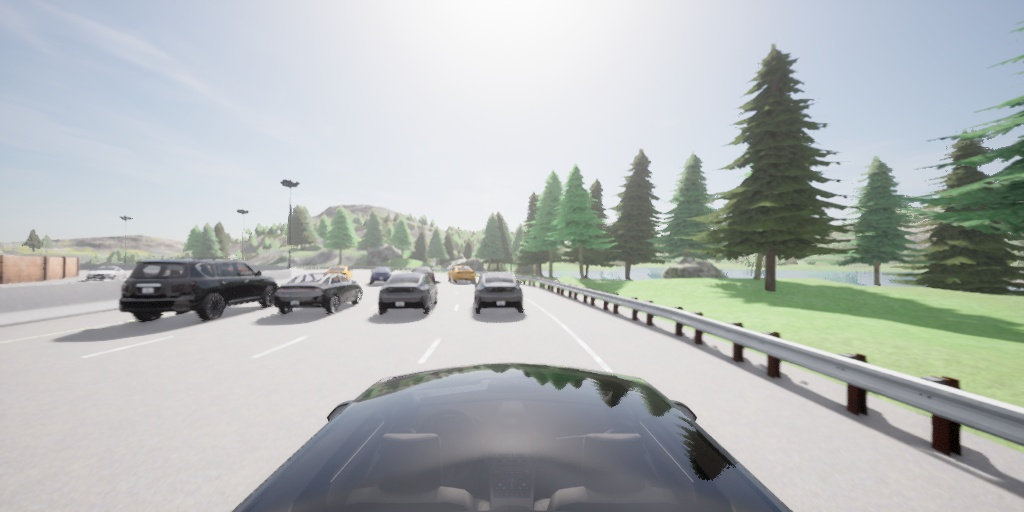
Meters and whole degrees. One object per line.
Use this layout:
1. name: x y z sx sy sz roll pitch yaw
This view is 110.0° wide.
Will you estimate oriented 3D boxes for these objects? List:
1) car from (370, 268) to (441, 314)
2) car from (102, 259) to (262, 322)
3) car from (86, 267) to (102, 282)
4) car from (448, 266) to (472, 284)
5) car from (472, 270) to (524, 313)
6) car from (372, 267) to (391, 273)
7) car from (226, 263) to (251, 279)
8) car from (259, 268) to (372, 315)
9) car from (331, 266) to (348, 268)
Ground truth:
1. car: -4.142 1.440 14.839 1.837 1.490 4.892 0 0 -6
2. car: -10.986 1.134 13.223 2.150 2.045 5.566 0 -1 -6
3. car: -40.668 1.756 36.118 1.812 1.442 4.674 1 -1 -33
4. car: -4.827 1.677 33.865 1.882 1.535 5.008 0 -1 -19
5. car: -0.649 1.443 15.041 1.837 1.490 4.892 0 0 -6
6. car: -11.424 1.693 31.555 1.812 1.442 4.674 0 -1 -19
7. car: -32.281 1.670 42.412 2.097 1.767 4.553 0 -1 -33
8. car: -7.630 1.422 14.593 2.128 1.511 4.902 0 -1 -6
9. car: -14.990 1.639 31.145 1.882 1.535 5.008 0 -1 -19
